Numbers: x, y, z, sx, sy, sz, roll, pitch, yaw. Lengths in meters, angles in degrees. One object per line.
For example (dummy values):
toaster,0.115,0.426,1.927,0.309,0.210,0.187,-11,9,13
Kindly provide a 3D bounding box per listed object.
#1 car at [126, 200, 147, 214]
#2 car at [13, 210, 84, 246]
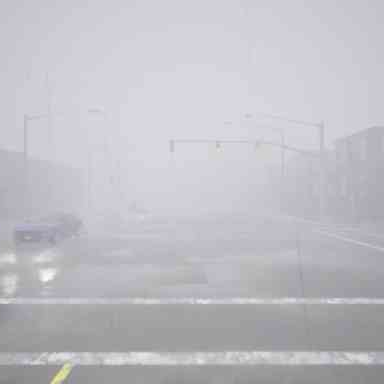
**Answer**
car,-7.002,1.828,42.281,2.097,1.767,4.553,0,-1,0
car,-7.001,1.715,16.694,1.882,1.535,5.008,0,-1,0
